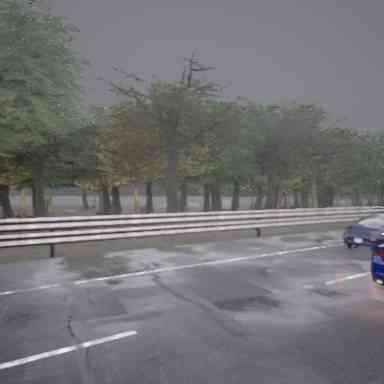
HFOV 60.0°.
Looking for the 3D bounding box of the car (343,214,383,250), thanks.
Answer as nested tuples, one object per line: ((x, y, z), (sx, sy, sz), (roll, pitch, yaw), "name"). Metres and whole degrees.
((8.015, 1.615, 13.475), (4.674, 1.442, 1.812), (0, 0, -34), "car")

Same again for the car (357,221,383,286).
((6.424, 1.541, 8.196), (5.008, 1.535, 1.882), (0, 0, -34), "car")
